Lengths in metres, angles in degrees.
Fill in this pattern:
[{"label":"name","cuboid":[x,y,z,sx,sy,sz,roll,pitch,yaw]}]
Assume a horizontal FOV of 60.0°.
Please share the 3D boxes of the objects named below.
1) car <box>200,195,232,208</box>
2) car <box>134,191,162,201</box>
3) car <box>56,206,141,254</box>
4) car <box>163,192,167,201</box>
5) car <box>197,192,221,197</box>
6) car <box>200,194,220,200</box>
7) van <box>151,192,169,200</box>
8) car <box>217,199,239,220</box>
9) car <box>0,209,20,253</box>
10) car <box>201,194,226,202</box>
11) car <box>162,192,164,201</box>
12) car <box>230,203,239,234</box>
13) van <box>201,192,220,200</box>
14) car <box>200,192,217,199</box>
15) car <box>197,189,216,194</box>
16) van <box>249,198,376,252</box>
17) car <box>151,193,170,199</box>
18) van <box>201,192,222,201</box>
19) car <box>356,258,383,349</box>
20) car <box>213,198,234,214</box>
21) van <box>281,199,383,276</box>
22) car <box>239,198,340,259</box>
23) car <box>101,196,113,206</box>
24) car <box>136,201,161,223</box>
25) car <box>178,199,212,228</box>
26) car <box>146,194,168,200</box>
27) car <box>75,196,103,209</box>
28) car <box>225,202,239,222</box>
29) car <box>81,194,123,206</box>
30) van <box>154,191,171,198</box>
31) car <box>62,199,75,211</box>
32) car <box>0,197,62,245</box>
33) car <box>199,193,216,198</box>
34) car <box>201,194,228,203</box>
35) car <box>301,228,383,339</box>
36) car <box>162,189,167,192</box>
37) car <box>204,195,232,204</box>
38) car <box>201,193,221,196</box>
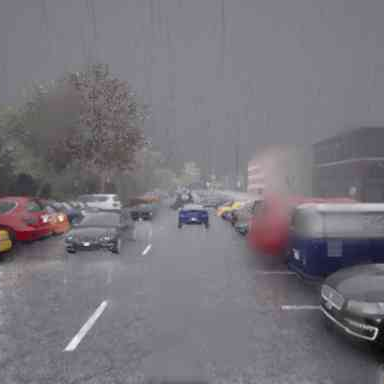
[{"label":"car","cuboid":[3.325,1.457,40.853,2.033,1.411,5.357,1,1,32]},{"label":"car","cuboid":[-8.196,1.132,59.028,4.553,1.767,2.185,0,0,0]},{"label":"car","cuboid":[-3.510,1.506,13.529,1.837,1.490,4.892,0,0,0]},{"label":"car","cuboid":[-8.211,1.240,67.499,4.892,1.521,2.231,0,0,0]},{"label":"car","cuboid":[4.174,1.249,61.858,5.366,1.575,1.946,0,0,0]},{"label":"car","cuboid":[4.405,1.220,81.651,4.674,1.452,2.002,0,1,0]},{"label":"van","cuboid":[-8.039,0.904,84.456,4.442,1.987,1.878,0,1,0]},{"label":"car","cuboid":[4.506,1.504,24.621,4.792,1.488,2.163,0,0,0]},{"label":"car","cuboid":[-8.728,1.476,10.570,5.366,1.575,1.946,0,0,0]},{"label":"car","cuboid":[4.368,1.240,67.509,5.008,1.535,2.097,0,0,0]},{"label":"car","cuboid":[-8.215,1.252,61.727,5.008,1.535,2.097,0,0,0]},{"label":"car","cuboid":[4.543,1.478,16.271,4.892,1.521,2.231,0,0,0]},{"label":"van","cuboid":[4.284,0.986,78.691,4.442,1.987,1.878,0,0,0]},{"label":"car","cuboid":[4.397,0.892,90.132,4.553,1.767,2.185,0,1,0]},{"label":"car","cuboid":[4.408,0.982,70.335,5.566,2.045,2.435,0,0,0]},{"label":"van","cuboid":[4.653,1.252,13.364,4.442,1.987,1.878,0,0,0]},{"label":"car","cuboid":[-8.182,1.103,87.287,4.792,1.488,2.163,0,1,0]},{"label":"van","cuboid":[4.270,1.002,73.161,4.442,1.987,1.878,0,0,0]},{"label":"car","cuboid":[4.354,1.477,2.355,5.366,1.575,1.946,0,0,0]},{"label":"car","cuboid":[4.720,1.471,27.404,5.366,1.575,1.946,0,0,0]},{"label":"van","cuboid":[4.655,1.254,7.922,4.442,1.987,1.878,0,0,0]},{"label":"car","cuboid":[4.566,1.228,10.705,5.566,2.045,2.435,0,0,0]},{"label":"car","cuboid":[-8.576,1.349,24.494,4.553,1.767,2.185,0,0,0]},{"label":"car","cuboid":[-3.564,1.595,25.322,1.895,1.301,4.718,0,0,0]},{"label":"car","cuboid":[0.097,1.473,22.362,1.882,1.535,5.008,0,0,0]},{"label":"car","cuboid":[-8.169,1.211,78.681,5.008,1.535,2.097,0,0,0]},{"label":"car","cuboid":[-8.576,1.350,21.709,4.553,1.767,2.185,0,0,0]},{"label":"car","cuboid":[4.565,1.506,19.055,4.792,1.488,2.163,0,0,0]},{"label":"car","cuboid":[-8.515,1.347,30.190,4.553,1.767,2.185,0,0,0]},{"label":"van","cuboid":[-8.252,0.736,92.926,4.442,1.987,1.878,0,1,0]},{"label":"car","cuboid":[-8.512,1.351,16.264,4.553,1.767,2.185,0,0,0]},{"label":"car","cuboid":[-8.571,1.227,13.355,5.566,2.045,2.435,0,0,0]},{"label":"car","cuboid":[4.433,1.001,92.961,4.674,1.452,2.002,0,1,0]},{"label":"car","cuboid":[4.371,1.246,64.684,5.008,1.535,2.097,0,0,0]},{"label":"car","cuboid":[4.545,1.481,5.138,4.892,1.521,2.231,0,0,0]},{"label":"car","cuboid":[-8.154,0.969,75.845,5.566,2.045,2.435,0,0,0]},{"label":"car","cuboid":[4.343,1.305,56.207,4.674,1.452,2.002,0,0,0]},{"label":"car","cuboid":[4.309,1.300,53.380,4.792,1.488,2.163,0,0,0]}]
